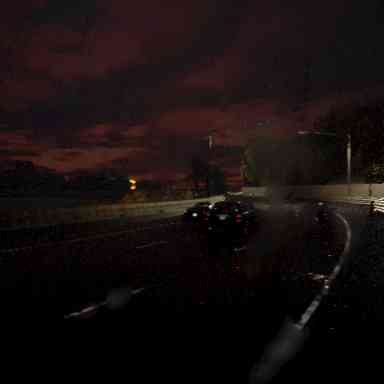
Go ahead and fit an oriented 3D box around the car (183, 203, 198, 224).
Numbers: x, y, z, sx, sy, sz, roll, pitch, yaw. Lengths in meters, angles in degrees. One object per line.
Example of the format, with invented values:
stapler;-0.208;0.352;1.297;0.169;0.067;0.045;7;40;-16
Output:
car;1.035;1.392;22.686;1.994;1.385;4.181;1;0;25

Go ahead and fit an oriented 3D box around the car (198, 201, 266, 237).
car;2.392;1.228;17.470;2.097;1.767;4.553;1;0;27

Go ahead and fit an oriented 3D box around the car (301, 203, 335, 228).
car;8.095;1.405;21.350;1.812;1.442;4.674;1;0;24
